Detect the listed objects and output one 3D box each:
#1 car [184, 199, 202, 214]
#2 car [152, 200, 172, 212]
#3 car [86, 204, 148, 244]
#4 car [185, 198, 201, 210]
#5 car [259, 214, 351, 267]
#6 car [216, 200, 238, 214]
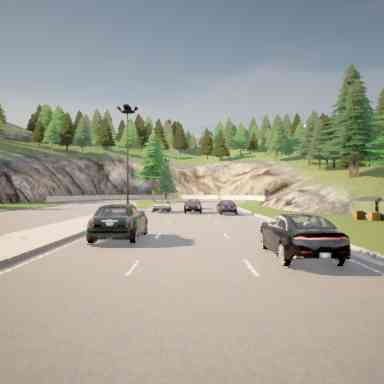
[{"bbox_3d":[0.099,1.601,35.736,1.895,1.301,4.718,0,0,0],"label":"car"},{"bbox_3d":[-3.397,1.601,38.396,1.895,1.301,4.718,0,0,0],"label":"car"},{"bbox_3d":[-3.399,1.352,15.870,2.097,1.767,4.553,0,0,0],"label":"car"},{"bbox_3d":[0.188,1.564,44.499,1.994,1.385,4.181,0,0,2],"label":"car"},{"bbox_3d":[3.600,1.491,11.412,2.128,1.511,4.902,0,0,0],"label":"car"},{"bbox_3d":[3.600,1.547,34.727,2.033,1.411,5.357,0,0,0],"label":"car"}]
